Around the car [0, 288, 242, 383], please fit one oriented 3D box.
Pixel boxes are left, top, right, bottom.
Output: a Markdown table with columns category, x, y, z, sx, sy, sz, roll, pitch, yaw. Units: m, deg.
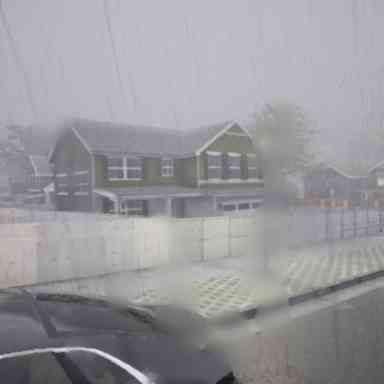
| category | x | y | z | sx | sy | sz | roll | pitch | yaw |
| --- | --- | --- | --- | --- | --- | --- | --- | --- | --- |
| car | -1.870 | 1.505 | 1.822 | 4.892 | 1.490 | 1.837 | 1 | 0 | -36 |
